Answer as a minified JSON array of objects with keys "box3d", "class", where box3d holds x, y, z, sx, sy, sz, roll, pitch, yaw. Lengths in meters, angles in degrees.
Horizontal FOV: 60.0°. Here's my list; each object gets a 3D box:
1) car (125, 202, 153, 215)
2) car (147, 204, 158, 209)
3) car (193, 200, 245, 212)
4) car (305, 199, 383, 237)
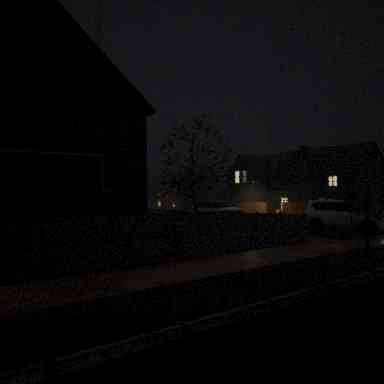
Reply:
[{"box3d":[-7.837,2.341,48.811,2.097,1.767,4.553,-1,-1,-35],"class":"car"},{"box3d":[-5.270,2.358,40.285,1.812,1.442,4.674,-1,-1,-35],"class":"car"},{"box3d":[2.337,1.744,29.701,2.150,2.045,5.566,-1,-1,-36],"class":"car"},{"box3d":[9.364,1.458,19.815,2.150,2.045,5.566,-1,-1,-33],"class":"car"}]
